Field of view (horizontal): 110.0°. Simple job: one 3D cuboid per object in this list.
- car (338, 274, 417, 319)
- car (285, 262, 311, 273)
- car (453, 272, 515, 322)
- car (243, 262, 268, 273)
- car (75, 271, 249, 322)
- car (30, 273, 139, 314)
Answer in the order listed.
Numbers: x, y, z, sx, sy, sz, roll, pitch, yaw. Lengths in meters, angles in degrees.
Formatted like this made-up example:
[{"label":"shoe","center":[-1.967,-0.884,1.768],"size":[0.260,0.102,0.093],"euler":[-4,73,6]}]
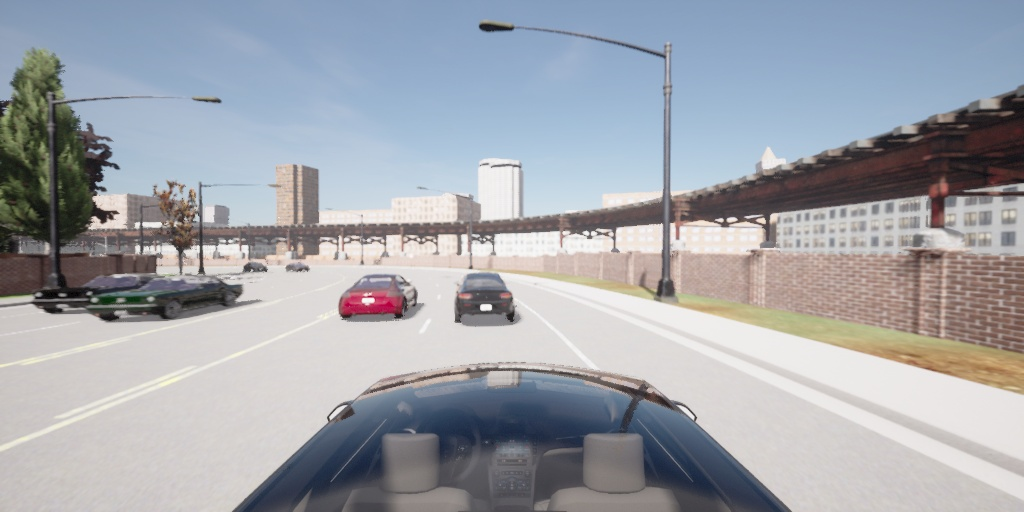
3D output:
[{"label":"car","center":[-4.620,1.316,12.870],"size":[1.994,1.385,4.181],"euler":[0,0,-7]},{"label":"car","center":[-29.920,1.551,50.001],"size":[5.357,1.411,2.033],"euler":[-1,0,43]},{"label":"car","center":[-1.010,1.268,12.246],"size":[1.812,1.442,4.674],"euler":[0,0,-7]},{"label":"car","center":[-35.998,1.616,50.270],"size":[4.892,1.490,1.837],"euler":[-1,0,36]},{"label":"car","center":[-11.822,1.374,12.718],"size":[1.895,1.301,4.718],"euler":[0,0,-9]},{"label":"car","center":[-15.613,1.391,14.310],"size":[1.895,1.301,4.718],"euler":[0,0,-10]}]
